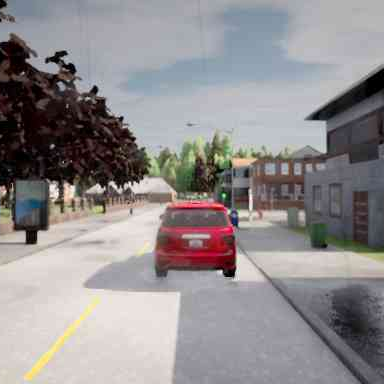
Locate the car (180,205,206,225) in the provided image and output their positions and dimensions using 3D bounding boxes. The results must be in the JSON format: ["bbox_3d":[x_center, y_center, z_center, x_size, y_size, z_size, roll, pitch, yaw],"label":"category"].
[{"bbox_3d":[0.092,1.828,27.421,1.994,1.385,4.181,0,0,0],"label":"car"}]

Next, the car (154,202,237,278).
[{"bbox_3d":[0.089,1.325,10.583,2.150,2.045,5.566,0,0,0],"label":"car"}]
